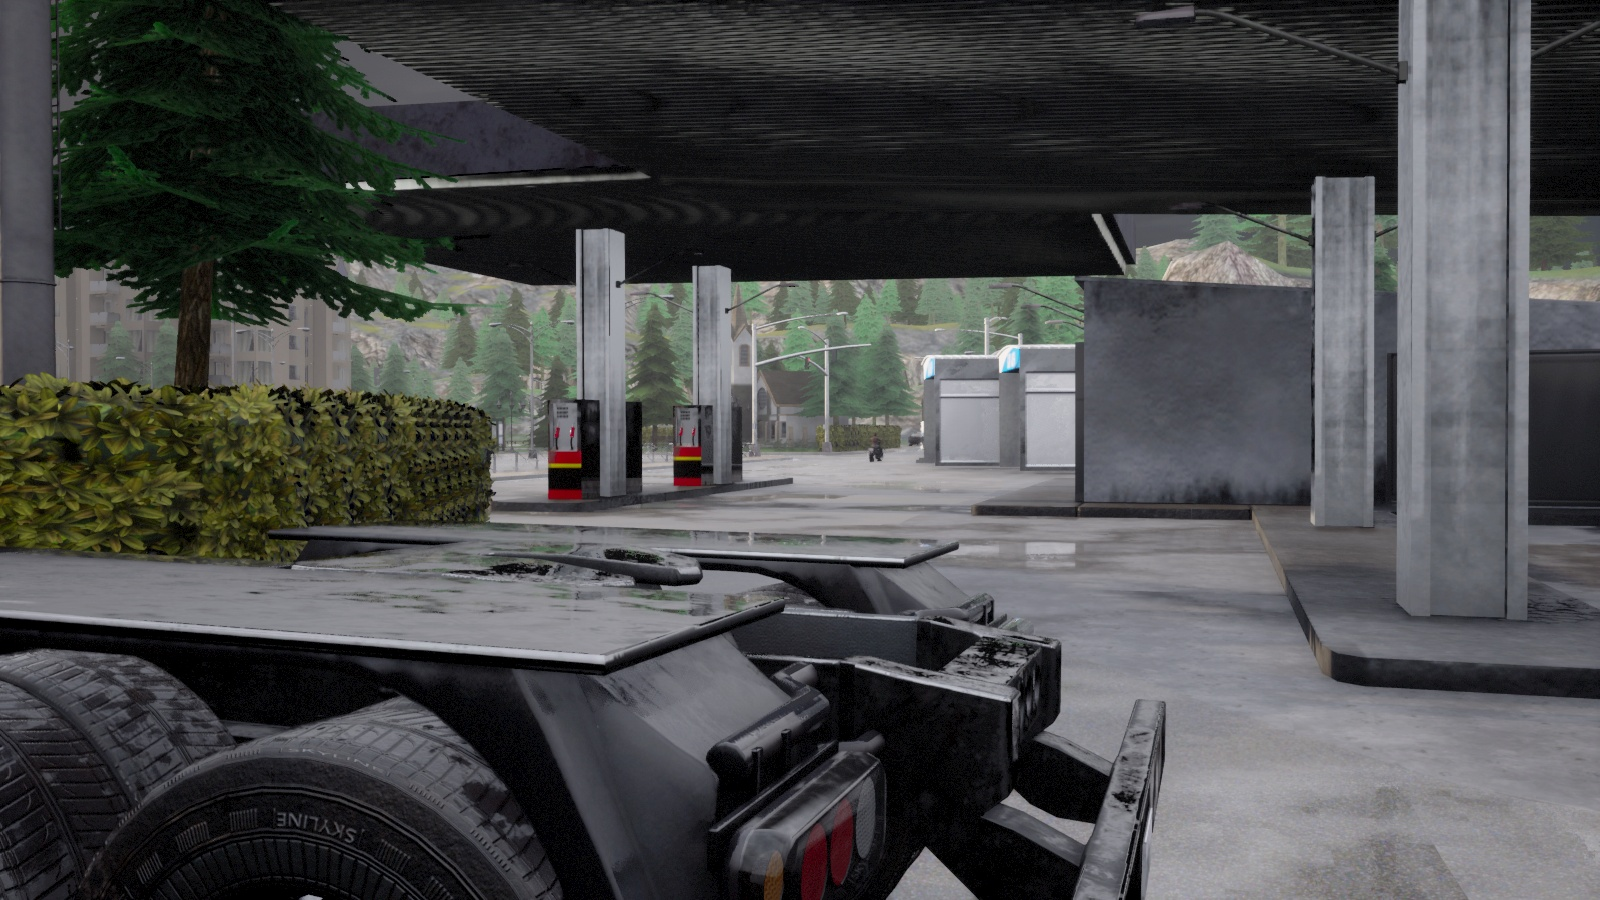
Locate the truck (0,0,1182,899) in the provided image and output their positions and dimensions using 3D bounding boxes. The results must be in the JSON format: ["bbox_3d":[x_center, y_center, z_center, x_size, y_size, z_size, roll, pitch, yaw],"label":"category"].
[{"bbox_3d":[-2.955,-0.168,4.152,7.936,3.462,2.891,1,0,18],"label":"truck"}]

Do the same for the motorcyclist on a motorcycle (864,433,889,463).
[{"bbox_3d":[4.212,-0.118,68.844,0.766,1.649,2.350,1,1,19],"label":"motorcyclist on a motorcycle"}]
